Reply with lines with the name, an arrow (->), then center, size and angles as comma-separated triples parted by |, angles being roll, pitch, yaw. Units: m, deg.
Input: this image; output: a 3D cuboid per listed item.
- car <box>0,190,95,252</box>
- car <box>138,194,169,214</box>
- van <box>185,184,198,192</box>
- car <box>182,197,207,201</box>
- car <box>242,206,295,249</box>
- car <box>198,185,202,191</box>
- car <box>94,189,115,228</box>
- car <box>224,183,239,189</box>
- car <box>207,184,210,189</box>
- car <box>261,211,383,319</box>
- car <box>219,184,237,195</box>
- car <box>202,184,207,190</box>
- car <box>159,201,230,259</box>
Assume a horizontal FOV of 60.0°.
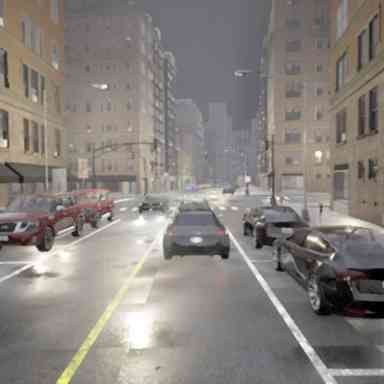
car -> -5.584, 0.982, 12.371 | 2.192, 1.841, 5.009 | -1, 2, 0
car -> -2.822, 0.851, 25.073 | 1.895, 1.301, 4.718 | -1, 2, 0
van -> -0.506, -0.845, 68.831 | 1.690, 1.788, 3.998 | -1, 2, 9
car -> 0.154, 0.949, 21.046 | 1.895, 1.301, 4.718 | -1, 2, 0
car -> 2.945, 1.158, 12.327 | 1.947, 1.339, 4.313 | -1, 2, 0
car -> 0.381, -0.931, 74.256 | 1.967, 1.590, 4.097 | -1, 2, 9
car -> -5.548, 0.812, 17.876 | 2.192, 1.841, 5.009 | -1, 2, 0
car -> 7.911, -0.641, 67.462 | 1.947, 1.339, 4.313 | -1, 2, 9
car -> 3.043, -1.331, 90.526 | 1.802, 1.307, 4.206 | -1, 2, 9
car -> 2.909, 1.327, 6.823 | 1.947, 1.339, 4.313 | -1, 2, 0
car -> 6.138, -0.269, 56.619 | 1.947, 1.339, 4.313 | -1, 2, 9
car -> 2.128, -1.203, 84.934 | 1.752, 1.417, 4.829 | -1, 2, 9
car -> 0.133, 1.219, 11.074 | 1.994, 1.385, 4.181 | -1, 2, 0
